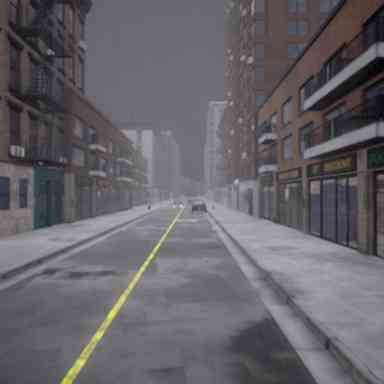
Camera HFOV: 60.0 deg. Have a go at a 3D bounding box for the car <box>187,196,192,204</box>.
[{"bbox_3d":[-0.008,1.904,78.420,2.097,1.767,4.553,0,0,0],"label":"car"}]

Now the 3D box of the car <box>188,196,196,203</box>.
[{"bbox_3d":[-0.008,2.020,93.420,2.097,1.767,4.553,0,0,0],"label":"car"}]

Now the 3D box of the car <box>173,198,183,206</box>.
[{"bbox_3d":[-3.007,1.969,71.007,2.097,1.767,4.553,0,0,0],"label":"car"}]

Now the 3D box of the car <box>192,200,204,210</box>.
[{"bbox_3d":[0.895,1.975,52.941,1.837,1.490,4.892,0,0,0],"label":"car"}]

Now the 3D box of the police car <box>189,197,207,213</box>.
[{"bbox_3d":[0.896,1.811,43.052,1.930,1.638,5.238,0,0,0],"label":"police car"}]
